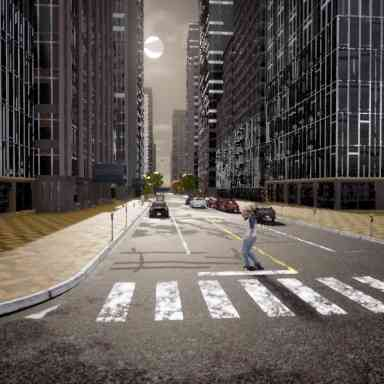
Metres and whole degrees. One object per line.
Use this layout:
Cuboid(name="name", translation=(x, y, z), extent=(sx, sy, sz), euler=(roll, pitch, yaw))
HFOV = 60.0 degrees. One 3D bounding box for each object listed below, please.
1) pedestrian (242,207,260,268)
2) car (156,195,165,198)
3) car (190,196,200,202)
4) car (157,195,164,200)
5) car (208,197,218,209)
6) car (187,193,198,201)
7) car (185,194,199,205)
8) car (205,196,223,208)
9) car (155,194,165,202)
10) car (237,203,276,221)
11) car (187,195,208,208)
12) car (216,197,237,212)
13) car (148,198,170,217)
Cuboid(name="pedestrian", translation=(1.764, 1.288, 9.732), extent=(0.375, 1.860, 0.375), euler=(-1, 1, -5))
Cuboid(name="car", translation=(-4.091, 1.512, 42.187), extent=(1.752, 1.417, 4.829), euler=(-1, 0, -5))
Cuboid(name="car", translation=(0.595, 1.580, 76.853), extent=(1.802, 1.307, 4.206), euler=(-1, 0, -5))
Cuboid(name="car", translation=(-8.772, 1.589, 92.978), extent=(1.802, 1.307, 4.206), euler=(-1, 0, -5))
Cuboid(name="car", translation=(3.705, 1.533, 43.103), extent=(1.887, 1.381, 4.507), euler=(-1, 0, -5))
Cuboid(name="car", translation=(0.073, 1.316, 82.478), extent=(2.192, 1.841, 5.009), euler=(-1, 0, -5))
Cuboid(name="car", translation=(-0.096, 1.554, 57.898), extent=(1.994, 1.385, 4.181), euler=(0, 0, -5))
Cuboid(name="car", translation=(3.185, 1.429, 48.728), extent=(1.967, 1.590, 4.097), euler=(-1, 0, -5))
Cuboid(name="car", translation=(-7.220, 1.311, 76.104), extent=(2.192, 1.841, 5.009), euler=(-1, 0, -5))
Cuboid(name="car", translation=(5.260, 1.540, 26.229), extent=(2.008, 1.369, 4.403), euler=(-1, 0, -5))
Cuboid(name="car", translation=(0.818, 1.514, 48.018), extent=(1.812, 1.442, 4.674), euler=(0, 0, -5))
Cuboid(name="car", translation=(4.224, 1.570, 37.478), extent=(1.802, 1.307, 4.206), euler=(-1, 0, -5))
Cuboid(name="car", translation=(-3.070, 1.553, 31.107), extent=(1.947, 1.339, 4.313), euler=(-1, 0, -5))
